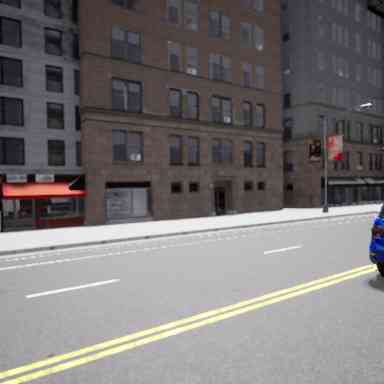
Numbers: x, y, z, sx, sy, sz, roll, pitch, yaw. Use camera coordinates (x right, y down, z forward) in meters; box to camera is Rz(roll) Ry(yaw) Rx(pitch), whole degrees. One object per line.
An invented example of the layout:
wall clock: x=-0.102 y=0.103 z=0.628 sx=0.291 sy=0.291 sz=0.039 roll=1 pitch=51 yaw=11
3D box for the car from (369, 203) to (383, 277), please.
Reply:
car: x=6.588 y=1.011 z=8.175 sx=5.566 sy=2.045 sz=2.150 roll=-1 pitch=0 yaw=-35
